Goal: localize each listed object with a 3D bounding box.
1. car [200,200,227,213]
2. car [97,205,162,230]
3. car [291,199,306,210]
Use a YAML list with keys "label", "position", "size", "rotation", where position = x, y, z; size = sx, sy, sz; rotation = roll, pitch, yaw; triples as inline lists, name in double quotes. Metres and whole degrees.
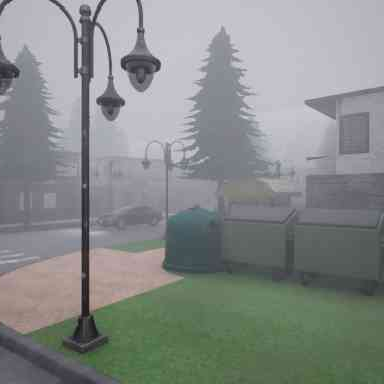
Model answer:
- label: "car"
  position: [2.499, 1.509, 29.931]
  size: [4.553, 1.767, 2.097]
  rotation: [0, 0, -41]
- label: "car"
  position: [-4.212, 1.662, 22.943]
  size: [1.837, 1.490, 4.892]
  rotation: [0, 0, 40]
- label: "car"
  position: [10.420, 1.509, 36.039]
  size: [4.553, 1.767, 2.097]
  rotation: [0, 0, -32]
